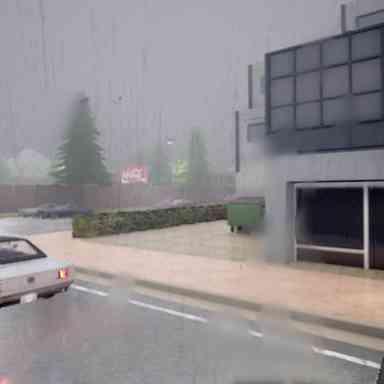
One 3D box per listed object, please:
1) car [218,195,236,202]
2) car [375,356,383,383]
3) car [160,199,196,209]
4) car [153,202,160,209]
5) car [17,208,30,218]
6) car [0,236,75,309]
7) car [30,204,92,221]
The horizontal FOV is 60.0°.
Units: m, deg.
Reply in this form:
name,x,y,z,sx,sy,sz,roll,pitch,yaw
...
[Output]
name,x,y,z,sx,sy,sz,roll,pitch,yaw
car,6.535,1.196,58.747,4.553,1.767,2.097,0,0,-44
car,3.539,1.492,1.468,4.892,1.490,1.837,0,0,35
car,-1.442,1.647,43.176,1.882,1.535,5.008,0,0,36
car,-3.342,1.683,46.483,2.128,1.511,4.902,0,0,37
car,-14.046,1.794,31.823,1.895,1.301,4.718,0,0,36
car,-4.733,1.653,7.390,4.718,1.301,1.895,0,0,37
car,-11.357,1.771,29.568,1.895,1.301,4.718,0,0,36
